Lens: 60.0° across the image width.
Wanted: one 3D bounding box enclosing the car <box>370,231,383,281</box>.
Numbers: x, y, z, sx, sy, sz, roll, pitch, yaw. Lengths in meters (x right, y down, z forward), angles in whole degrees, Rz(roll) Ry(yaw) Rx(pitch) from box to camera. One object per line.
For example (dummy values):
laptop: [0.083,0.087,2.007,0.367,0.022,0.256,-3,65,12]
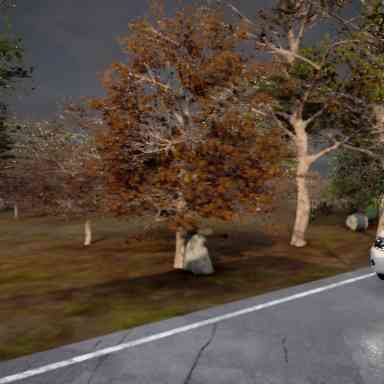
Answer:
car: [6.899,1.219,8.606,5.566,2.045,2.150,0,0,-35]
